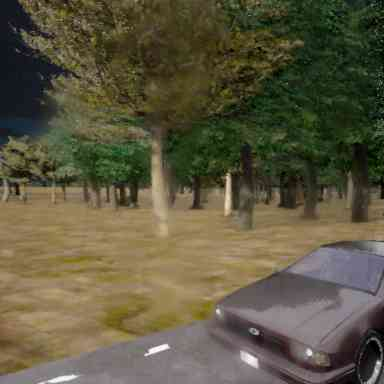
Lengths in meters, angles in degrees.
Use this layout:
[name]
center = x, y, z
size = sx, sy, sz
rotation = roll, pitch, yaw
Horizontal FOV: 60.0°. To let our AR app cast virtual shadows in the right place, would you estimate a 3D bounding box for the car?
[car]
center = 2.829, 1.545, 5.396
size = 5.357, 1.411, 2.033
rotation = 0, 0, -35
